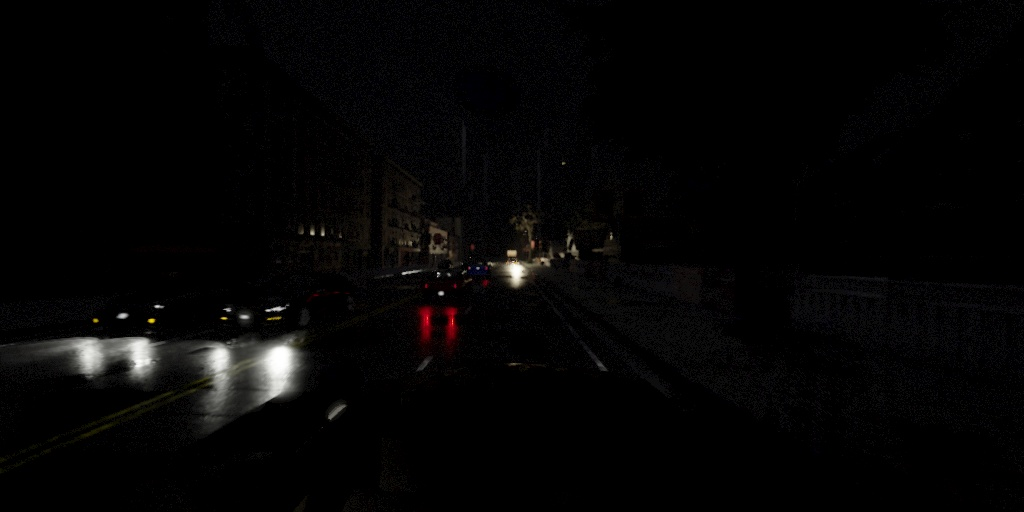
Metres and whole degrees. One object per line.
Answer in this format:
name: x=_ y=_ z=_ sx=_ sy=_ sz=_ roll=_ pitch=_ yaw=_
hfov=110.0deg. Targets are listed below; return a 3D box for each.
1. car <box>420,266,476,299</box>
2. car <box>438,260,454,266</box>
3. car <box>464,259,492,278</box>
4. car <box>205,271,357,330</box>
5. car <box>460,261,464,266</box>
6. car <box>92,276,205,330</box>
car: x=-3.151 y=1.377 z=18.169 sx=1.895 sy=1.301 sz=4.718 roll=0 pitch=0 yaw=0
car: x=-9.810 y=1.335 z=53.300 sx=1.837 sy=1.490 sz=4.892 roll=0 pitch=0 yaw=0
car: x=-3.151 y=1.155 z=35.207 sx=2.097 sy=1.767 sz=4.553 roll=0 pitch=0 yaw=0
car: x=-6.601 y=1.270 z=11.289 sx=1.837 sy=1.490 sz=4.892 roll=0 pitch=0 yaw=0
car: x=-6.558 y=1.185 z=54.548 sx=2.097 sy=1.767 sz=4.553 roll=0 pitch=0 yaw=0
car: x=-9.851 y=1.328 z=11.065 sx=1.994 sy=1.385 sz=4.181 roll=0 pitch=0 yaw=0
